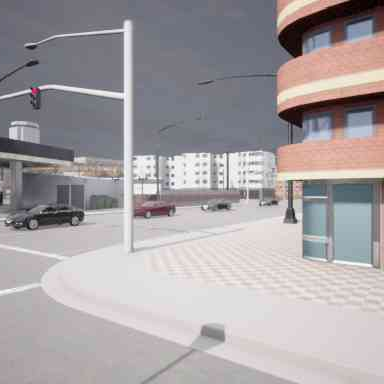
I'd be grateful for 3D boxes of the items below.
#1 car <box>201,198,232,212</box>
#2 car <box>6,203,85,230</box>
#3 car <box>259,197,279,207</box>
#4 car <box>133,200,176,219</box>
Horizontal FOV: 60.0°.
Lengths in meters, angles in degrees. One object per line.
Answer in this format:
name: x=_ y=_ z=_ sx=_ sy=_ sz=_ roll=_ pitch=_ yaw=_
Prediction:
car: x=2.878 y=1.490 z=38.819 sx=2.128 sy=1.511 sz=4.902 roll=0 pitch=0 yaw=35
car: x=-9.211 y=1.505 z=21.241 sx=1.837 sy=1.490 sz=4.892 roll=0 pitch=0 yaw=34
car: x=12.029 y=1.504 z=51.935 sx=2.128 sy=1.511 sz=4.902 roll=0 pitch=0 yaw=35
car: x=-3.473 y=1.478 z=29.622 sx=1.882 sy=1.535 sz=5.008 roll=0 pitch=0 yaw=35
